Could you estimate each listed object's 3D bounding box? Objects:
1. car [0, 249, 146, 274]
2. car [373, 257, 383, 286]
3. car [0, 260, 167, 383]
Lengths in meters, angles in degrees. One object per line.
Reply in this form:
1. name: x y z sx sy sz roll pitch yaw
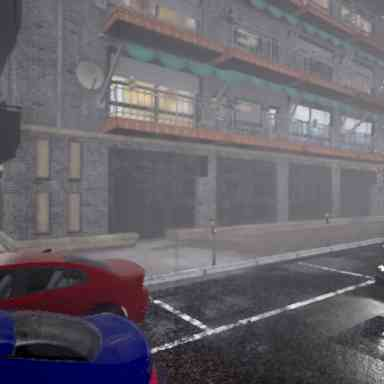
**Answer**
1. car: -2.774 1.544 4.572 4.507 1.381 1.887 0 1 -36
2. car: 6.563 1.535 8.059 5.357 1.411 2.033 0 0 -35
3. car: -2.308 1.527 1.724 4.674 1.442 1.812 0 0 -35
